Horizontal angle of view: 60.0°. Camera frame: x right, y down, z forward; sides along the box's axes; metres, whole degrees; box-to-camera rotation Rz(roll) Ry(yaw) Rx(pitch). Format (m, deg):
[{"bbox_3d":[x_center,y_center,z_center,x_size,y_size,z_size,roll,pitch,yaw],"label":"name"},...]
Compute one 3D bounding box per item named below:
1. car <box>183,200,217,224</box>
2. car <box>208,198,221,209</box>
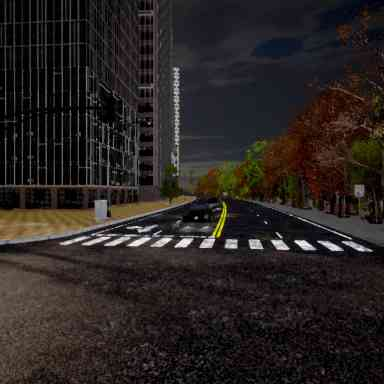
[{"bbox_3d":[0.534,1.573,24.660,1.994,1.385,4.181,0,0,7],"label":"car"},{"bbox_3d":[2.953,1.540,46.441,1.812,1.442,4.674,0,0,6],"label":"car"}]
